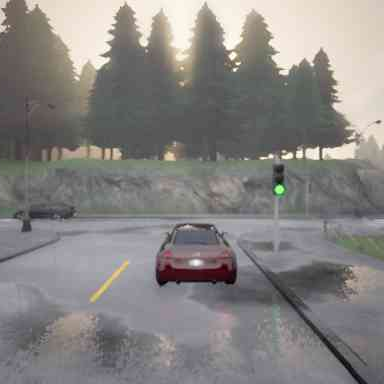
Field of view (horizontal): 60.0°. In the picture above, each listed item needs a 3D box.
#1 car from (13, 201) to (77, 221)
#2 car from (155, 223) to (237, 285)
[{"bbox_3d":[-11.755,1.534,26.639,4.892,1.490,1.837,0,-1,3],"label":"car"},{"bbox_3d":[0.100,1.574,9.504,1.994,1.385,4.181,0,0,0],"label":"car"}]
